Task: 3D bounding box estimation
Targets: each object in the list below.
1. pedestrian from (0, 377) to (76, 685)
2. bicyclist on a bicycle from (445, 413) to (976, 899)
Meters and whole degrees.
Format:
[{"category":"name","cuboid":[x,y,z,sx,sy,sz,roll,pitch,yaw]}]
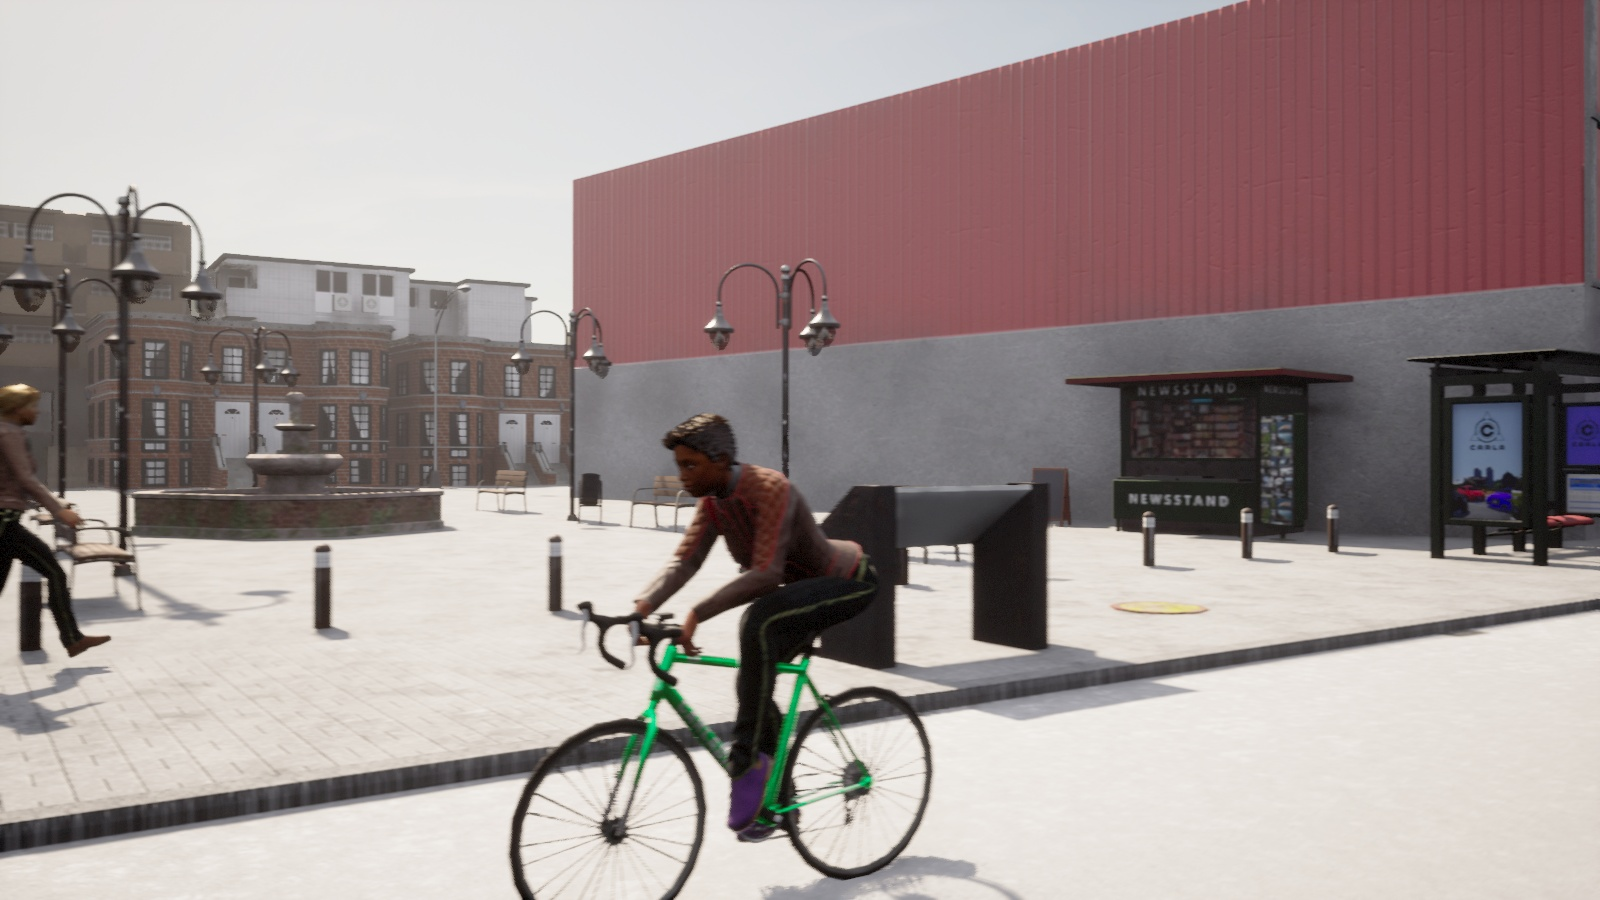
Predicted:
[{"category":"pedestrian","cuboid":[-4.822,0.484,7.700,0.634,1.846,0.331,0,0,-35]},{"category":"bicyclist on a bicycle","cuboid":[-0.242,0.708,4.100,1.656,1.620,0.582,0,0,-35]}]
